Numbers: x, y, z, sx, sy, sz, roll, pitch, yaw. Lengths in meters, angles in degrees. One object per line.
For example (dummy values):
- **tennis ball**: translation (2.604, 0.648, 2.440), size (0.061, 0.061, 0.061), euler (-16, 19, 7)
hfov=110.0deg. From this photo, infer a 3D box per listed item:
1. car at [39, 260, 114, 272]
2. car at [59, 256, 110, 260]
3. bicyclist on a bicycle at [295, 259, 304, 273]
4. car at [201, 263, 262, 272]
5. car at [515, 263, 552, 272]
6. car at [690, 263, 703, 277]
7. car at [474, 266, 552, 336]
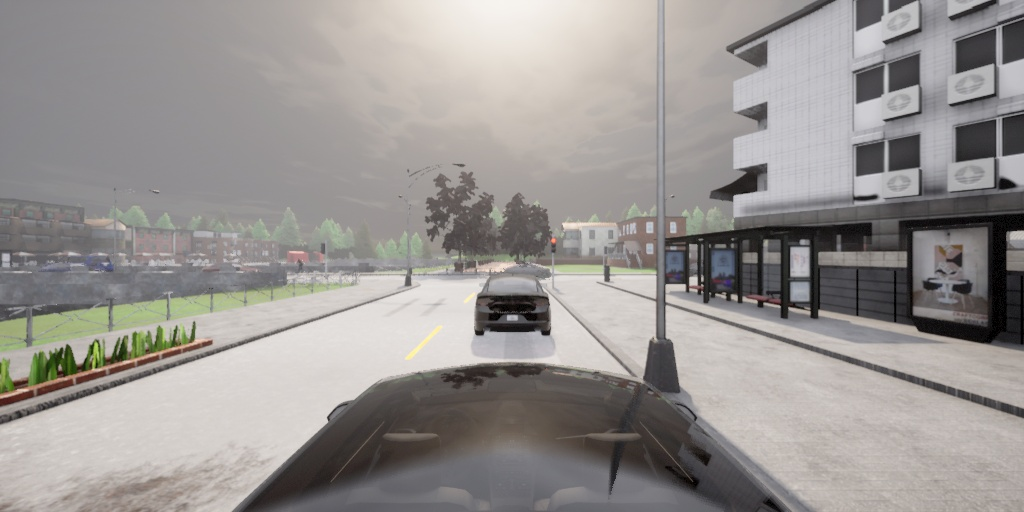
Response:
- **car**: translation (-38.039, 1.287, 31.157), size (4.674, 1.442, 1.812), euler (0, 0, 0)
- **car**: translation (-42.662, 0.985, 35.238), size (5.566, 2.045, 2.150), euler (0, 0, 0)
- **bicyclist on a bicycle**: translation (-23.434, 1.114, 39.547), size (0.582, 1.620, 1.656), euler (0, 0, 0)
- **car**: translation (-24.299, 1.287, 31.167), size (4.674, 1.442, 1.812), euler (0, 0, 0)
- **car**: translation (1.421, 1.325, 31.166), size (4.181, 1.385, 1.994), euler (0, 0, 0)
- **car**: translation (18.444, 1.327, 35.376), size (4.181, 1.385, 1.994), euler (0, 0, 0)
- **car**: translation (0.031, 1.231, 10.478), size (1.882, 1.535, 5.008), euler (0, 0, 0)
